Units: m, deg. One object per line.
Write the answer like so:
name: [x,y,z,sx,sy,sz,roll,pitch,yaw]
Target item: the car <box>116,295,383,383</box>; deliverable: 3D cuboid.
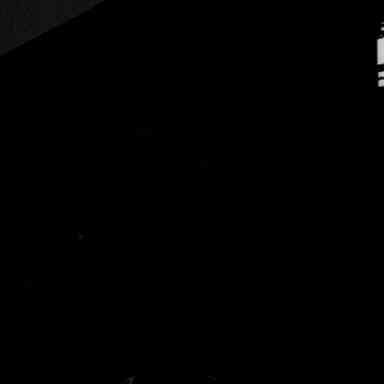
car: [1.233,1.441,2.005,4.097,1.590,1.967,-1,-1,36]
